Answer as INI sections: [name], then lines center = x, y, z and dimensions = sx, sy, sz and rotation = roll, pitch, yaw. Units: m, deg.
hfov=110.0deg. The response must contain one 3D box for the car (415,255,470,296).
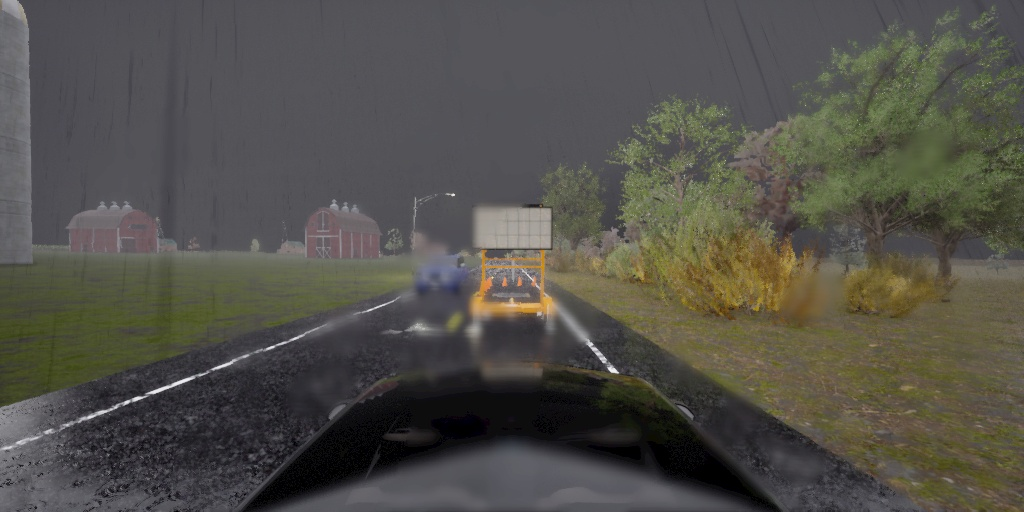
[car]
center = -3.594, 0.968, 19.476
dimensions = 2.150, 2.045, 5.566
rotation = 0, 0, 0

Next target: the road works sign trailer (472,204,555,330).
[road works sign trailer]
center = 0.038, 0.212, 11.107
dimensions = 2.380, 3.560, 2.880
rotation = 0, 0, 0
